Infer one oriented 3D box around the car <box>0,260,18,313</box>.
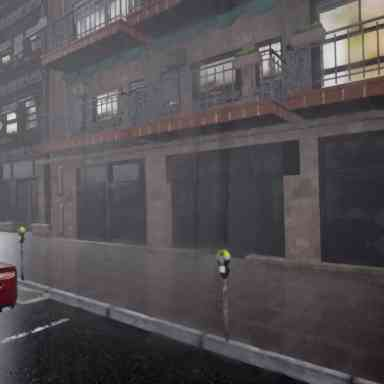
[{"bbox_3d":[-5.127,1.551,6.393,4.507,1.381,1.887,0,-1,35],"label":"car"}]
